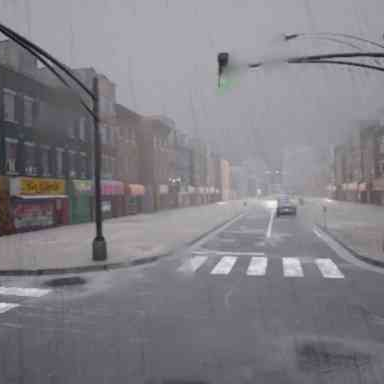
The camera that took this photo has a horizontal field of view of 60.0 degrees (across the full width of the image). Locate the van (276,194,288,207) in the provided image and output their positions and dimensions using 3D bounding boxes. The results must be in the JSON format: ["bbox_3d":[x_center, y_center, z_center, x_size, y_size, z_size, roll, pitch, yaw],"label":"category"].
[{"bbox_3d":[13.932,1.306,51.514,1.690,1.788,3.998,-2,0,14],"label":"van"}]

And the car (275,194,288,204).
[{"bbox_3d":[16.696,1.285,62.379,2.192,1.841,5.009,-2,0,14],"label":"car"}]

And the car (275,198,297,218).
[{"bbox_3d":[8.410,1.533,29.782,1.947,1.339,4.313,-2,0,14],"label":"car"}]

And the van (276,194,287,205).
[{"bbox_3d":[15.315,1.308,56.946,1.690,1.788,3.998,-2,0,14],"label":"van"}]

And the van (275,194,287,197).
[{"bbox_3d":[12.550,1.305,46.081,1.690,1.788,3.998,-2,0,14],"label":"van"}]

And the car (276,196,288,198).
[{"bbox_3d":[9.833,1.491,35.379,1.752,1.417,4.829,-2,0,14],"label":"car"}]
